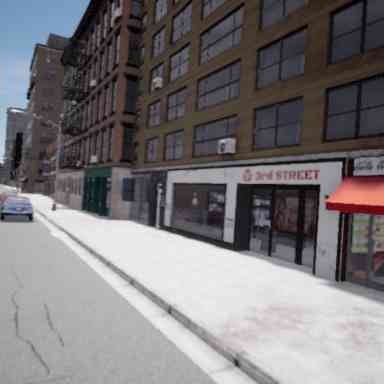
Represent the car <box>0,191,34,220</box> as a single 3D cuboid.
[{"bbox_3d":[-11.351,0.965,21.568,2.033,1.411,5.357,4,0,-30],"label":"car"}]
